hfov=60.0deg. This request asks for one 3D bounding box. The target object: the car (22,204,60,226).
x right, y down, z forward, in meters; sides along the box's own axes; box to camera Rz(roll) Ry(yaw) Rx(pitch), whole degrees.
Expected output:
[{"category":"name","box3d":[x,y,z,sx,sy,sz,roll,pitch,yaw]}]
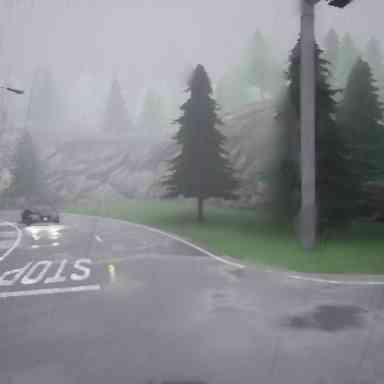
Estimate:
[{"category":"car","box3d":[-10.808,1.589,23.651,1.994,1.385,4.181,0,0,-34]}]
